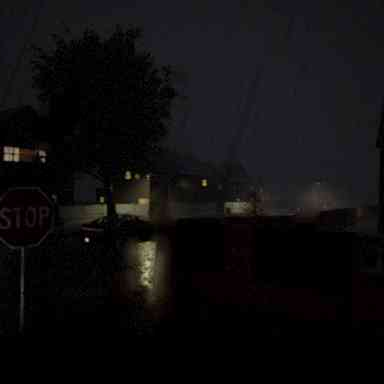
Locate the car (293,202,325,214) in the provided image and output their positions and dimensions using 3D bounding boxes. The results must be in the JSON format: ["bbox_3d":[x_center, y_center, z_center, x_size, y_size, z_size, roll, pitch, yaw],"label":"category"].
[{"bbox_3d":[14.206,2.263,40.188,1.812,1.442,4.674,1,0,36],"label":"car"}]

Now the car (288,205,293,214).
[{"bbox_3d":[14.843,2.335,46.039,1.994,1.385,4.181,1,0,35],"label":"car"}]

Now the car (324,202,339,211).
[{"bbox_3d":[19.933,2.259,48.568,2.097,1.767,4.553,1,0,35],"label":"car"}]

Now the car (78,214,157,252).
[{"bbox_3d":[-2.885,1.766,15.505,2.128,1.511,4.902,1,0,35],"label":"car"}]
